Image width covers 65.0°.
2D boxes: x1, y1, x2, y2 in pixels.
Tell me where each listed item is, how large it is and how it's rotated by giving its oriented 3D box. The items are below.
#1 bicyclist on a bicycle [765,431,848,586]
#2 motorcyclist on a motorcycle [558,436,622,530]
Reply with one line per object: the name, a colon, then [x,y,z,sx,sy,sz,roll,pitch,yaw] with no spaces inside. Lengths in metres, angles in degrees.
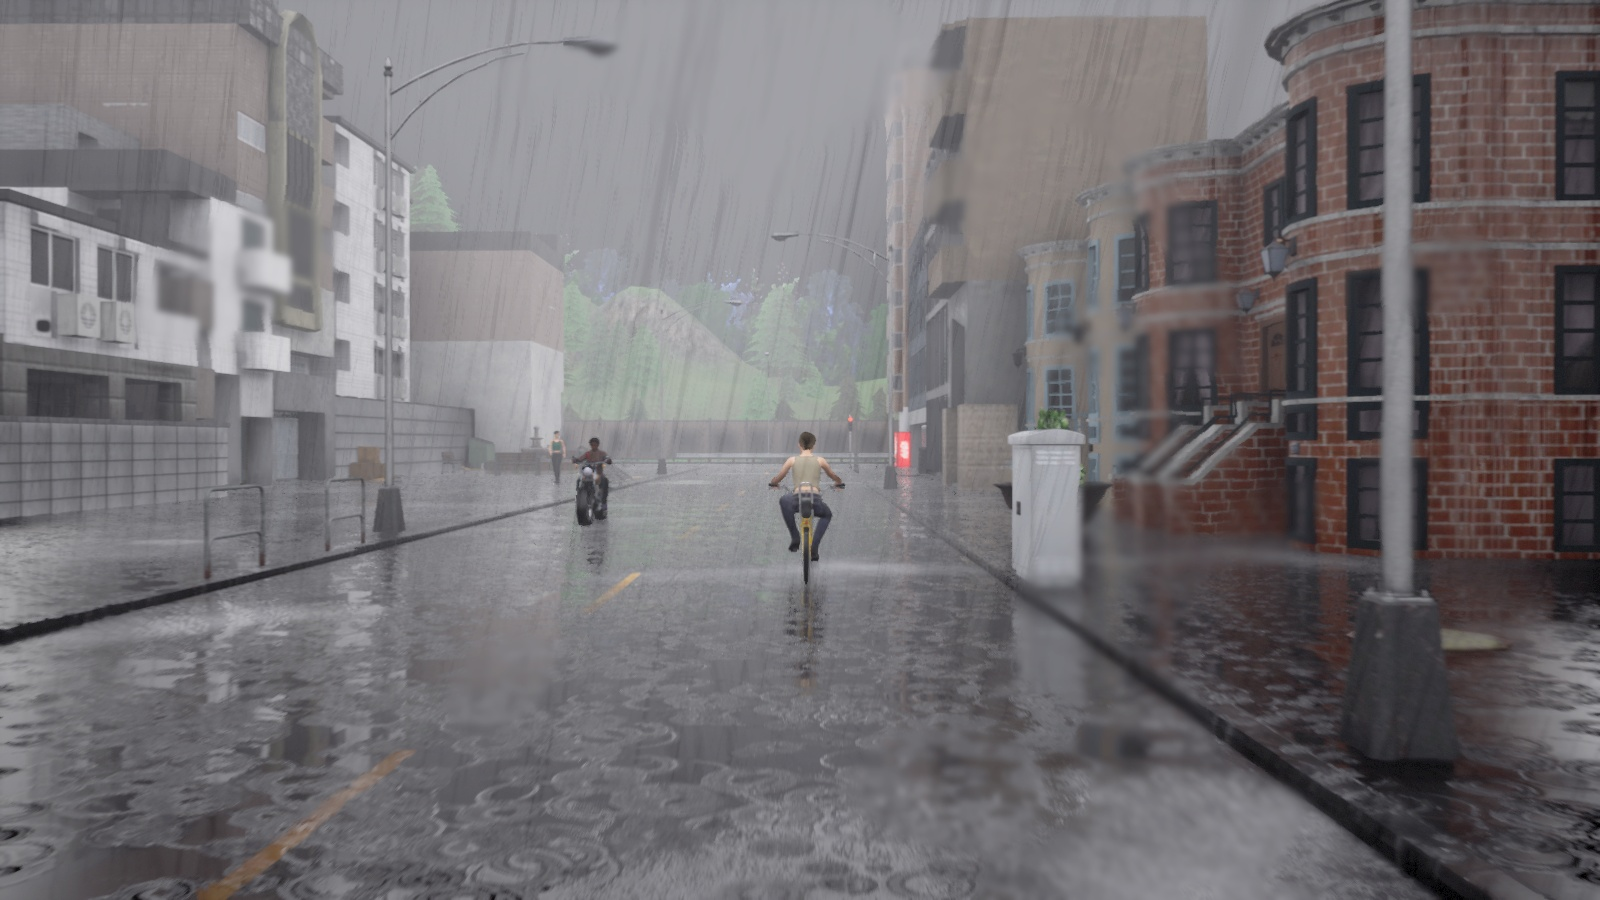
bicyclist on a bicycle: [0.074,0.605,13.788,0.866,1.612,1.509,0,0,1]
motorcyclist on a motorcycle: [-3.863,0.563,23.245,0.766,1.649,2.350,0,0,1]
